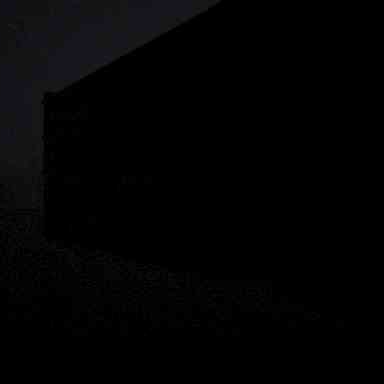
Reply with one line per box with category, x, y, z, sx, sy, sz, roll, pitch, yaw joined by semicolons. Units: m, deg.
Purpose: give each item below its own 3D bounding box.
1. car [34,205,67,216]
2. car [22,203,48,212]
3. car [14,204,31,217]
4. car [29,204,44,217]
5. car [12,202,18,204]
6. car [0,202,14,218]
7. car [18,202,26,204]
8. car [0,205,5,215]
car;-22.864;2.937;53.688;4.553;1.767;2.185;0;-2;17
car;-32.104;3.212;68.052;4.553;1.767;2.185;0;-1;17
car;-25.281;2.781;45.690;4.792;1.488;2.163;0;-2;17
car;-24.512;2.894;48.367;4.792;1.488;2.163;0;-2;17
car;-34.559;3.126;60.050;5.008;1.535;2.097;0;-2;17
car;-26.101;2.506;43.035;4.553;1.767;2.185;0;-3;17
car;-23.687;2.843;51.034;4.553;1.767;2.185;0;-2;17
car;-35.202;3.037;57.330;5.366;1.575;1.946;0;-2;17
